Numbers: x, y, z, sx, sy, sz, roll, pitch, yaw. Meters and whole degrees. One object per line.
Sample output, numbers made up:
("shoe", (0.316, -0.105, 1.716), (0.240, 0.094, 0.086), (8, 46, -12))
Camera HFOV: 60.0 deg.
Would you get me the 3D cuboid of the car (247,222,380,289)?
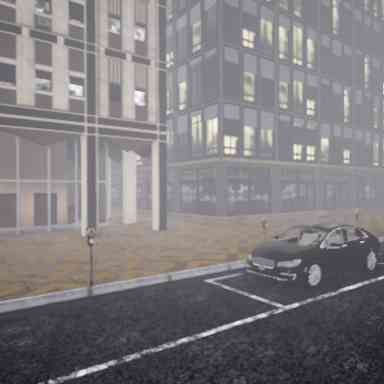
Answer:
("car", (3.401, 1.525, 8.989), (4.403, 1.369, 2.008), (0, 0, -36))
